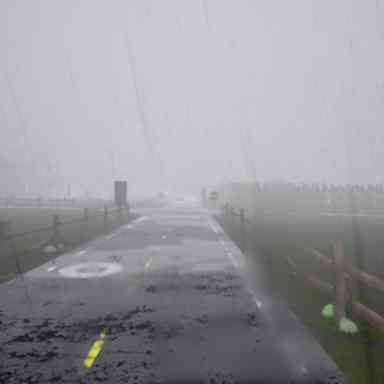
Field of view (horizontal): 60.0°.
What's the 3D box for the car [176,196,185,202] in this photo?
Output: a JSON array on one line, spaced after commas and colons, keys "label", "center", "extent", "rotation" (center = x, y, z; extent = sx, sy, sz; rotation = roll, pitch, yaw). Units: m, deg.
[{"label": "car", "center": [-2.769, 1.682, 79.802], "extent": [1.994, 1.385, 4.181], "rotation": [0, 0, 0]}]
